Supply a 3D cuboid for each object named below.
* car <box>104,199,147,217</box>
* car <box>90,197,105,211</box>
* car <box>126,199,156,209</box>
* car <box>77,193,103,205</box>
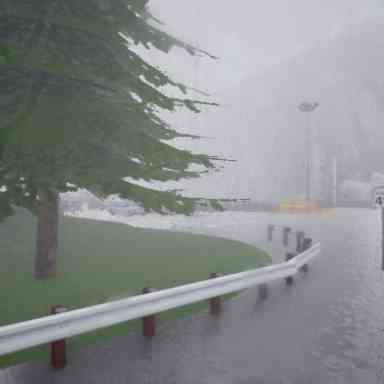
[{"bbox_3d":[-6.225,1.667,32.226,1.895,1.301,4.718,0,0,-45],"label":"car"},{"bbox_3d":[-11.548,1.551,42.603,1.837,1.490,4.892,0,0,-44],"label":"car"},{"bbox_3d":[-7.466,1.659,48.440,1.895,1.301,4.718,0,0,-44],"label":"car"},{"bbox_3d":[-18.276,1.146,59.524,2.150,2.045,5.566,0,0,-44],"label":"car"}]
